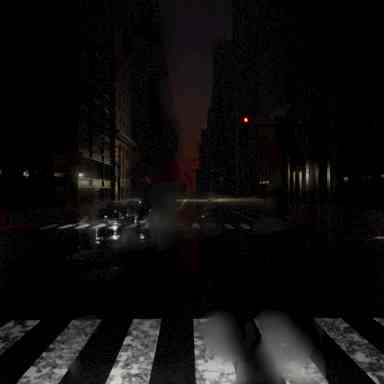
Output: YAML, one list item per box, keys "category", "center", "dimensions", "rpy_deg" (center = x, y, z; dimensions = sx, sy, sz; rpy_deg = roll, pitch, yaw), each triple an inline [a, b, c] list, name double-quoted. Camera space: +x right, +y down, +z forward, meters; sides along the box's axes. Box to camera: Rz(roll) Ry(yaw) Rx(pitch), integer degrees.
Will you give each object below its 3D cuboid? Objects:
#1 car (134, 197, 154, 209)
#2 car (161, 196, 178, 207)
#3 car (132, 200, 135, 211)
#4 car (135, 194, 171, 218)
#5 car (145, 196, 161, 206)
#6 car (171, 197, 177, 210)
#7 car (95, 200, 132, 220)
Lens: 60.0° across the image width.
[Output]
- category: "car"
  center: [-6.610, 1.463, 46.420]
  dimensions: [2.128, 1.511, 4.902]
  rpy_deg: [0, 0, 0]
- category: "car"
  center: [-3.352, 1.458, 50.459]
  dimensions: [2.128, 1.511, 4.902]
  rpy_deg: [0, 0, 0]
- category: "car"
  center: [-6.614, 1.581, 37.012]
  dimensions: [1.895, 1.301, 4.718]
  rpy_deg: [0, 0, 0]
- category: "car"
  center: [-3.361, 1.207, 29.943]
  dimensions: [2.150, 2.045, 5.566]
  rpy_deg: [0, 0, 0]
- category: "car"
  center: [-6.582, 1.504, 57.075]
  dimensions: [2.033, 1.411, 5.357]
  rpy_deg: [0, 0, 0]
- category: "car"
  center: [-3.362, 1.469, 40.036]
  dimensions: [2.128, 1.511, 4.902]
  rpy_deg: [0, 0, 0]
- category: "car"
  center: [-6.629, 1.588, 27.896]
  dimensions: [1.895, 1.301, 4.718]
  rpy_deg: [0, 0, 1]
